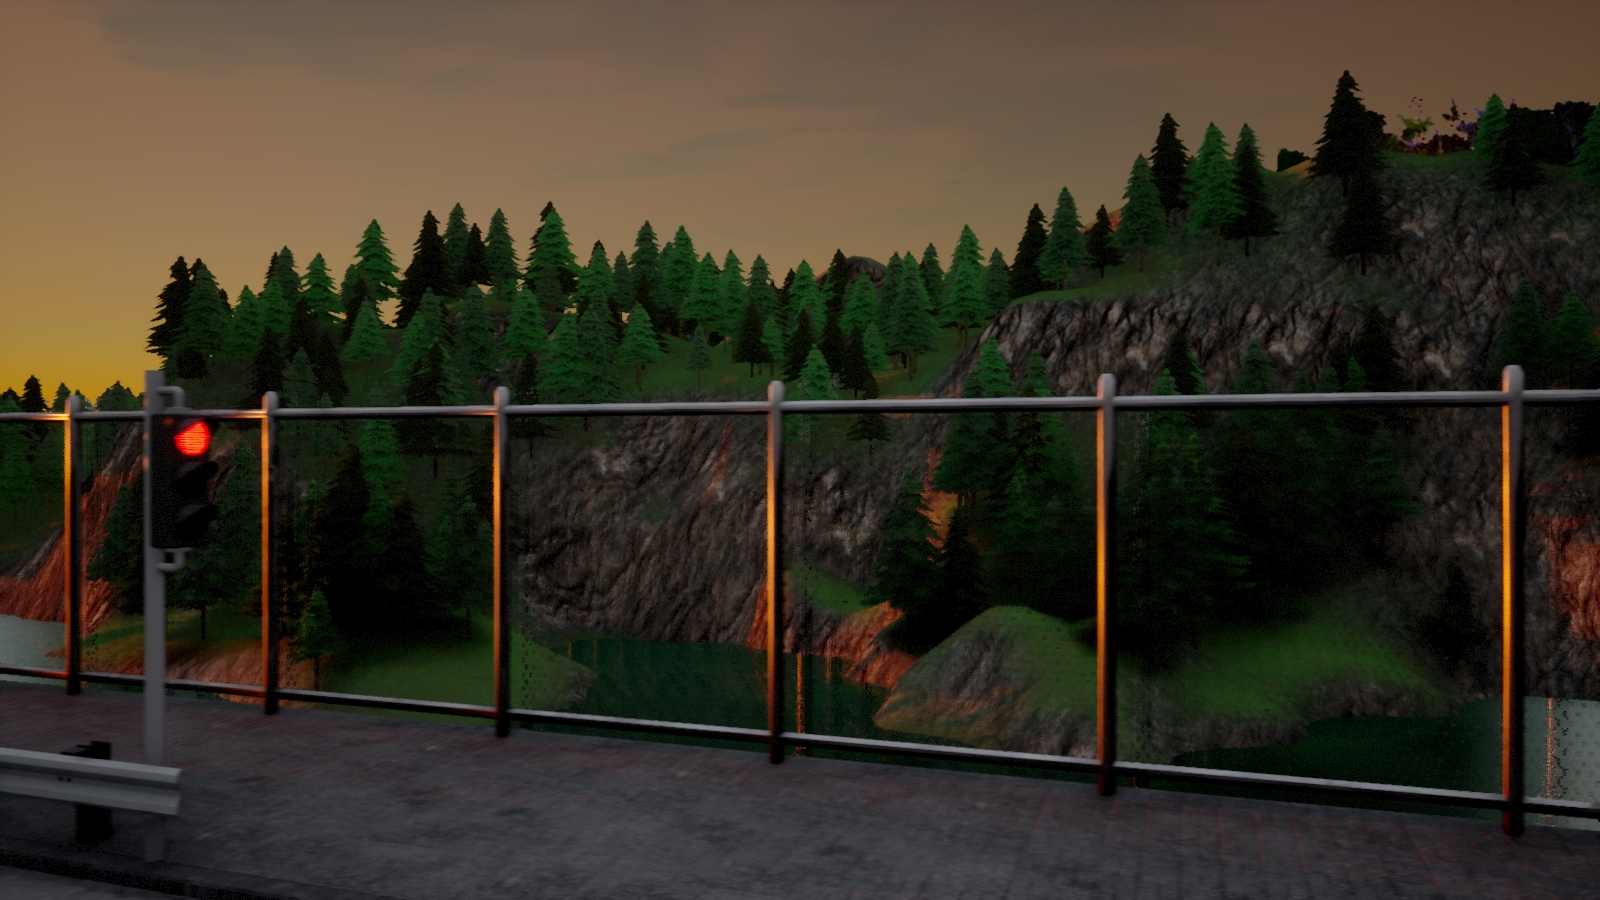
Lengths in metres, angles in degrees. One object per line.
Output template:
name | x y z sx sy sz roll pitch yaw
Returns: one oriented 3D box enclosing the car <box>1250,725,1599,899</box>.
car | 3.478 1.906 2.507 4.553 1.767 2.097 0 0 19
